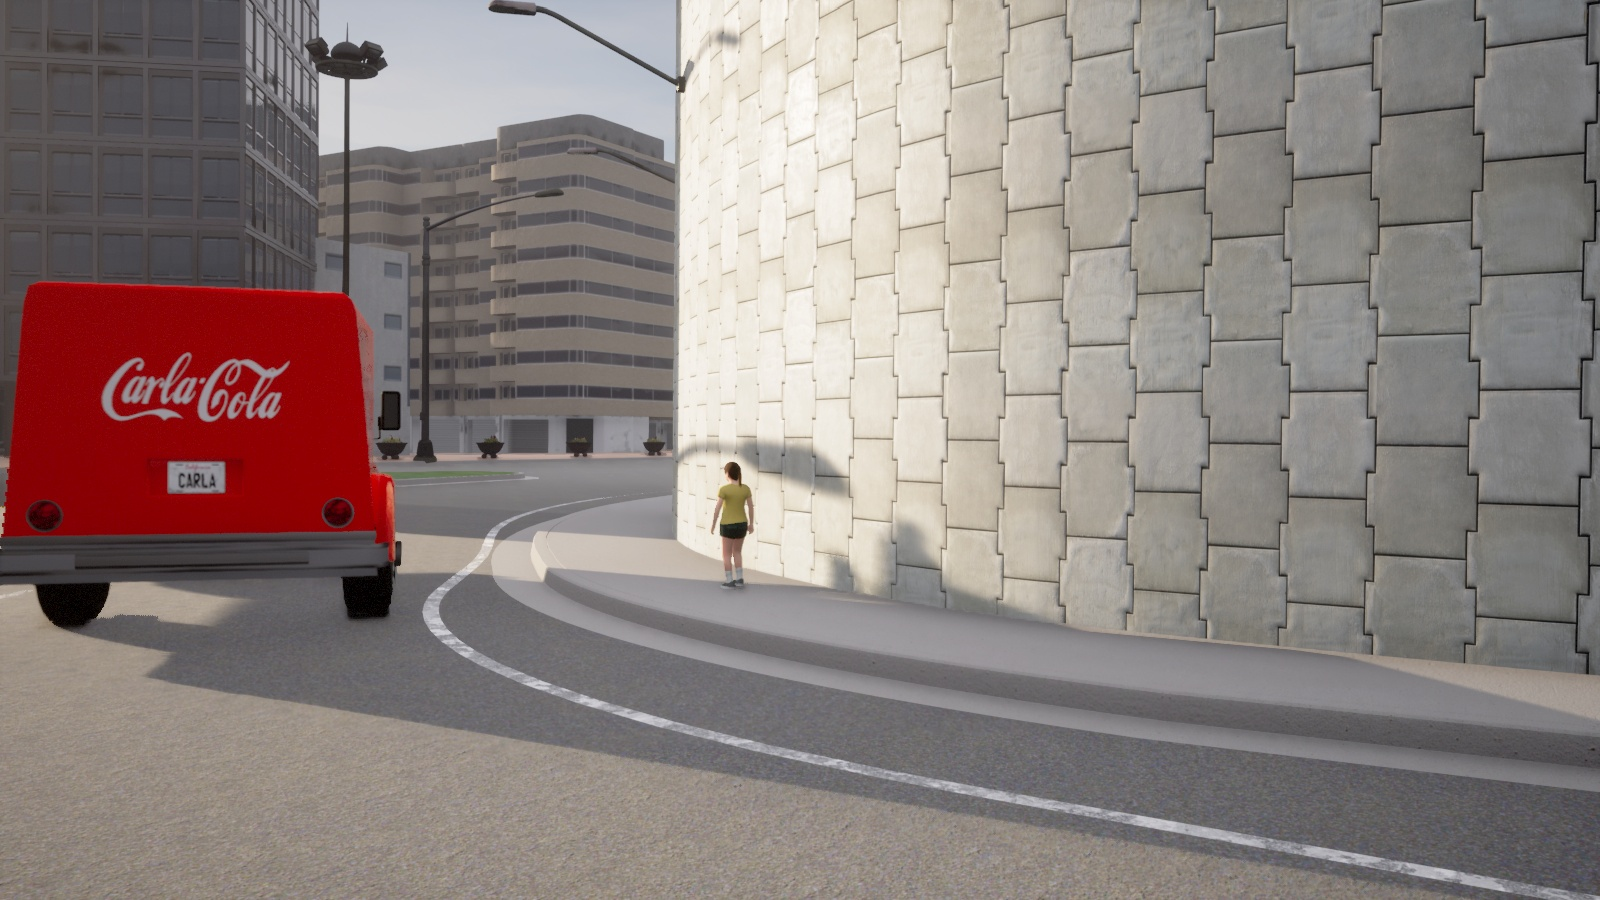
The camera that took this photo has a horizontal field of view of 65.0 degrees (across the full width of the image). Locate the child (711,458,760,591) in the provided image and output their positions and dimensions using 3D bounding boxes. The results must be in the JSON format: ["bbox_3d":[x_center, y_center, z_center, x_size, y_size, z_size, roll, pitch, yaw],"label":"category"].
[{"bbox_3d":[-0.551,0.625,10.733,0.255,1.110,0.394,-1,1,-30],"label":"child"}]

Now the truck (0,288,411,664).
[{"bbox_3d":[-4.855,0.135,11.063,2.627,2.467,5.204,-1,1,-16],"label":"truck"}]
